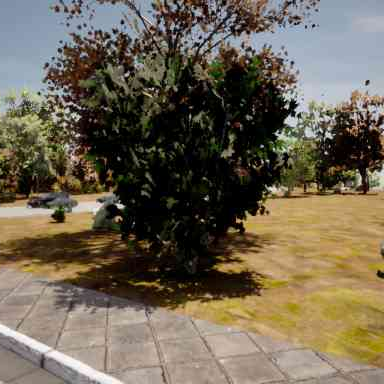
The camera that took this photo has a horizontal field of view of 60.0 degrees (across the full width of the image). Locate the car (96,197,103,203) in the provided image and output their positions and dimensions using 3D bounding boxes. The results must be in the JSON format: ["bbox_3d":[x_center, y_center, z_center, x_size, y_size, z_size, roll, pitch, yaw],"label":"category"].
[{"bbox_3d":[-12.858,0.971,54.024,2.033,1.411,5.357,0,3,39],"label":"car"}]

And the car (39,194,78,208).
[{"bbox_3d":[-17.022,1.400,43.329,1.994,1.385,4.181,0,2,39],"label":"car"}]

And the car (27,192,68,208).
[{"bbox_3d":[-19.565,1.060,45.758,2.150,2.045,5.566,0,2,39],"label":"car"}]
